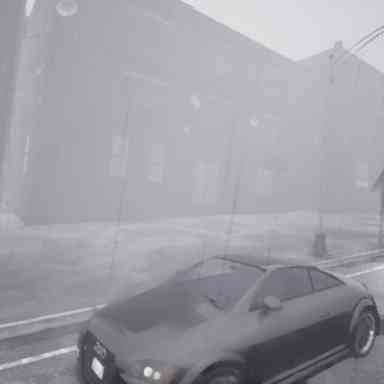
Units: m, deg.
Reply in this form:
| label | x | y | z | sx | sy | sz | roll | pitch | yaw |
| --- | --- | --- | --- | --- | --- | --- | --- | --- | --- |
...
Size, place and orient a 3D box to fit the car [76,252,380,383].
| label | x | y | z | sx | sy | sz | roll | pitch | yaw |
| --- | --- | --- | --- | --- | --- | --- | --- | --- | --- |
| car | 0.681 | 1.581 | 4.482 | 4.181 | 1.385 | 1.994 | 0 | 0 | -36 |
